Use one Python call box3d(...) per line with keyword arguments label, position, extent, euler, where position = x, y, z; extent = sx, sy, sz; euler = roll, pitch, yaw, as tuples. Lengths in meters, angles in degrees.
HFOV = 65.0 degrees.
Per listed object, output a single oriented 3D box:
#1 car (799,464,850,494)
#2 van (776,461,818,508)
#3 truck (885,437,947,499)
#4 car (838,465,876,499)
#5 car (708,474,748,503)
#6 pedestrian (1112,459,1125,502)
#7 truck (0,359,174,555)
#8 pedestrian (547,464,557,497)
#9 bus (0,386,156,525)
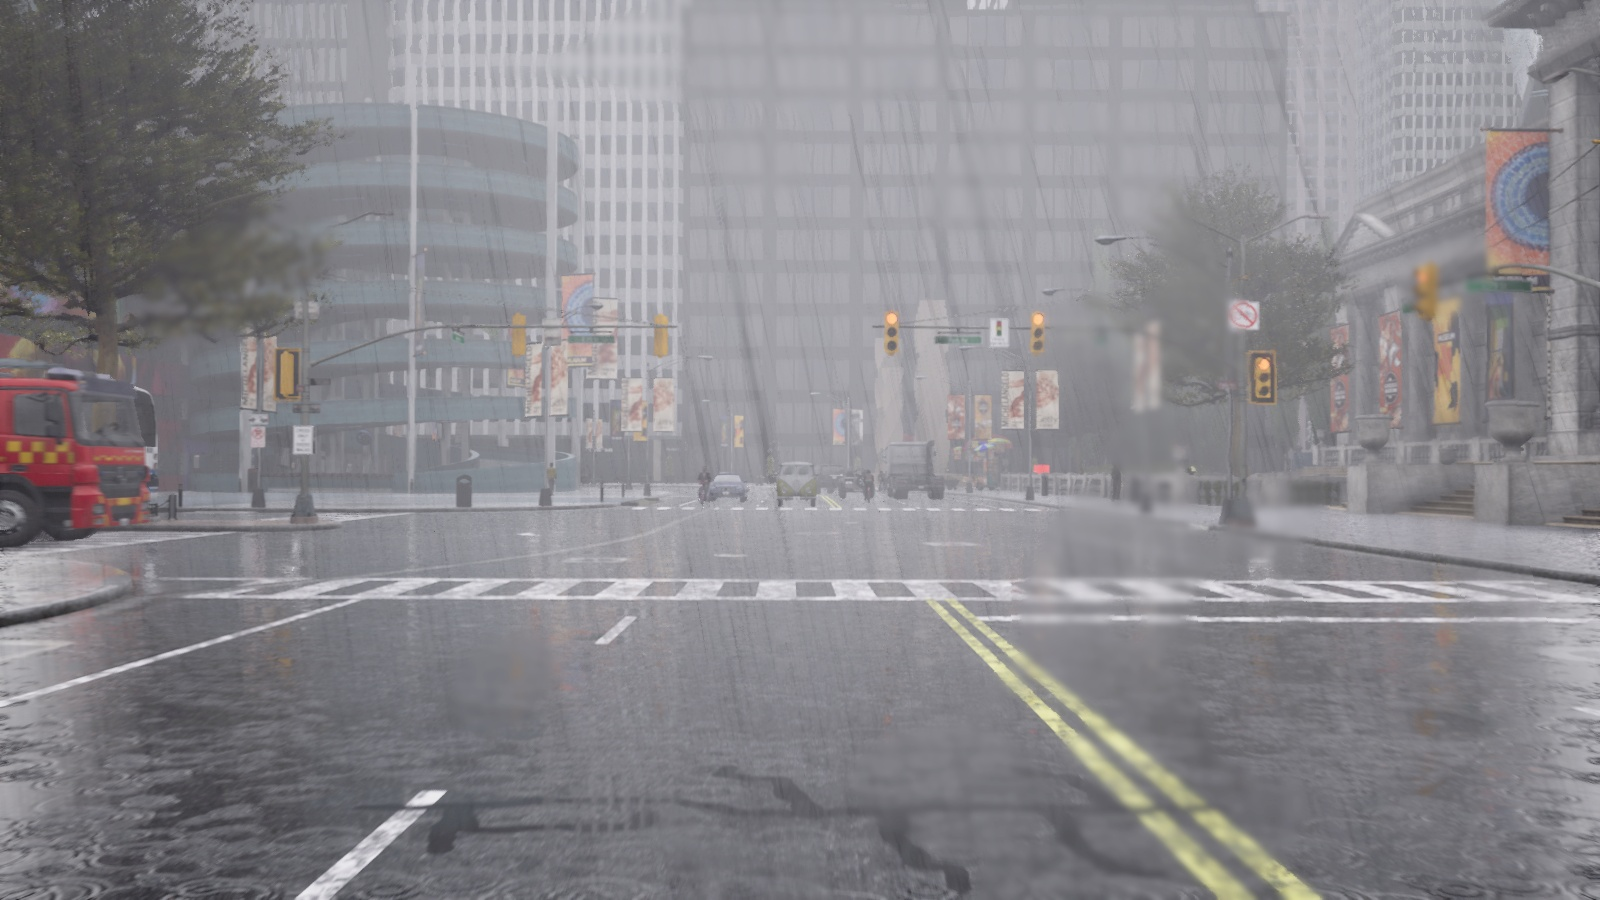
box3d(label="car", position=(1.680, 2.006, 88.188), extent=(2.150, 2.045, 5.566), euler=(0, -1, -14))
box3d(label="van", position=(-0.136, 1.502, 55.717), extent=(1.775, 1.987, 4.442), euler=(0, -1, 0))
box3d(label="truck", position=(6.774, 1.055, 74.472), extent=(2.891, 3.462, 7.936), euler=(0, -1, 0))
box3d(label="car", position=(3.278, 1.842, 72.971), extent=(1.932, 1.855, 4.605), euler=(0, -1, 0))
box3d(label="car", position=(-3.662, 1.937, 64.514), extent=(1.812, 1.442, 4.674), euler=(0, -1, 0))
box3d(label="pedestrian", position=(14.106, 1.348, 55.646), extent=(0.395, 1.930, 0.692), euler=(0, -1, 0))
box3d(label="truck", position=(-17.845, 0.154, 25.785), extent=(8.468, 3.827, 2.891), euler=(0, -1, -4))
box3d(label="pedestrian", position=(-13.708, 1.692, 69.493), extent=(0.431, 1.840, 0.709), euler=(0, -1, -2))
box3d(label="bus", position=(-26.935, 0.225, 40.494), extent=(10.273, 4.253, 3.944), euler=(0, -1, 0))
